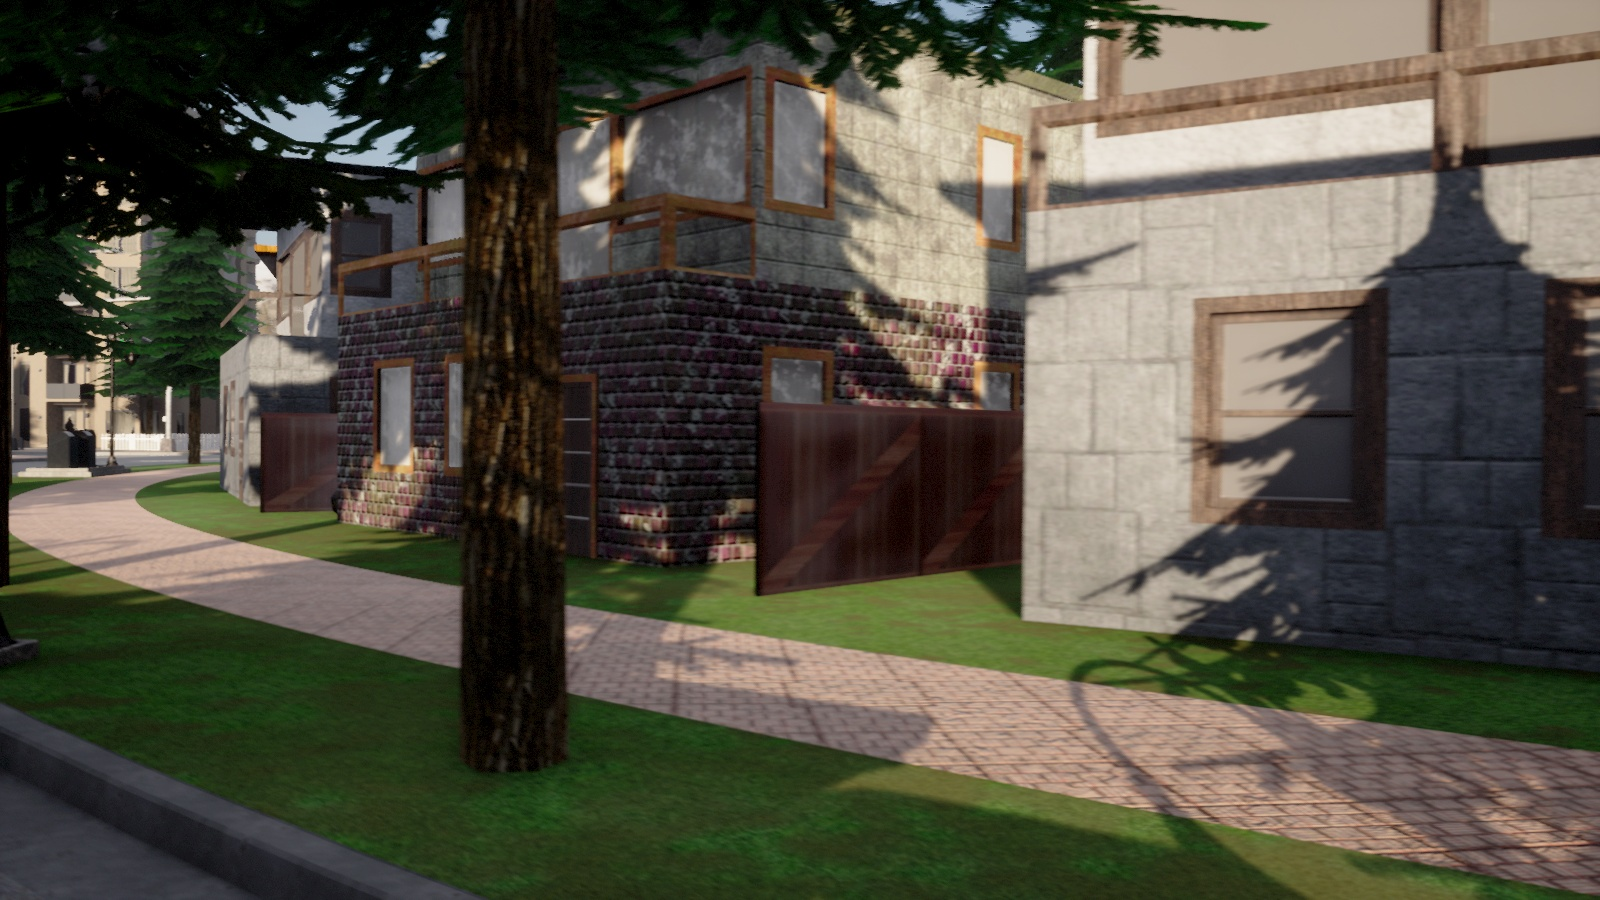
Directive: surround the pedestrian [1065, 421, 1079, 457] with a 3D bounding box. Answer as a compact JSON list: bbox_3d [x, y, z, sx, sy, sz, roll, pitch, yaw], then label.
[{"bbox_3d":[13.996,-0.549,64.582,0.634,1.846,0.331,0,1,1],"label":"pedestrian"}]
